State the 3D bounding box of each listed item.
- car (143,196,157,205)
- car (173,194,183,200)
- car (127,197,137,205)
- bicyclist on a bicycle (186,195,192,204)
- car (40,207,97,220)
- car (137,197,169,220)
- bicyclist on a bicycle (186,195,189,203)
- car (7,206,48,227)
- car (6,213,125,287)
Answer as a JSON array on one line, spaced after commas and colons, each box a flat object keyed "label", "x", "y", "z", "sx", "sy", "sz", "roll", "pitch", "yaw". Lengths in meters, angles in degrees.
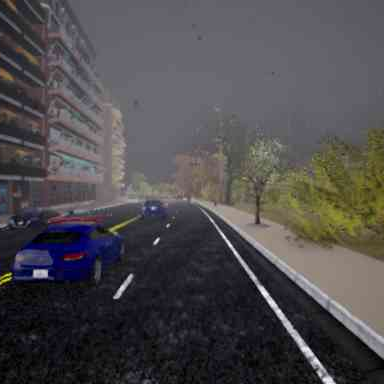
[{"label": "car", "x": -7.568, "y": 1.596, "z": 60.783, "sx": 2.128, "sy": 1.511, "sz": 4.902, "roll": 0, "pitch": 0, "yaw": -2}, {"label": "car", "x": -3.600, "y": 1.516, "z": 94.018, "sx": 1.837, "sy": 1.490, "sz": 4.892, "roll": 0, "pitch": 0, "yaw": -6}, {"label": "car", "x": -10.887, "y": 1.632, "z": 61.926, "sx": 1.812, "sy": 1.442, "sz": 4.674, "roll": 0, "pitch": 0, "yaw": -3}, {"label": "bicyclist on a bicycle", "x": -0.438, "y": 1.478, "z": 66.127, "sx": 0.659, "sy": 1.776, "sz": 1.843, "roll": 0, "pitch": 0, "yaw": -4}, {"label": "car", "x": -6.603, "y": 1.633, "z": 19.148, "sx": 1.895, "sy": 1.301, "sz": 4.718, "roll": 0, "pitch": 0, "yaw": 0}, {"label": "car", "x": -3.198, "y": 1.403, "z": 29.254, "sx": 2.097, "sy": 1.767, "sz": 4.553, "roll": 0, "pitch": 0, "yaw": 0}, {"label": "bicyclist on a bicycle", "x": -1.059, "y": 1.571, "z": 75.187, "sx": 0.582, "sy": 1.620, "sz": 1.656, "roll": 0, "pitch": 0, "yaw": -4}, {"label": "car", "x": -9.859, "y": 1.600, "z": 21.140, "sx": 1.994, "sy": 1.385, "sz": 4.181, "roll": 0, "pitch": 0, "yaw": 0}, {"label": "car", "x": -3.153, "y": 1.541, "z": 9.232, "sx": 1.812, "sy": 1.442, "sz": 4.674, "roll": 0, "pitch": 0, "yaw": 0}]
